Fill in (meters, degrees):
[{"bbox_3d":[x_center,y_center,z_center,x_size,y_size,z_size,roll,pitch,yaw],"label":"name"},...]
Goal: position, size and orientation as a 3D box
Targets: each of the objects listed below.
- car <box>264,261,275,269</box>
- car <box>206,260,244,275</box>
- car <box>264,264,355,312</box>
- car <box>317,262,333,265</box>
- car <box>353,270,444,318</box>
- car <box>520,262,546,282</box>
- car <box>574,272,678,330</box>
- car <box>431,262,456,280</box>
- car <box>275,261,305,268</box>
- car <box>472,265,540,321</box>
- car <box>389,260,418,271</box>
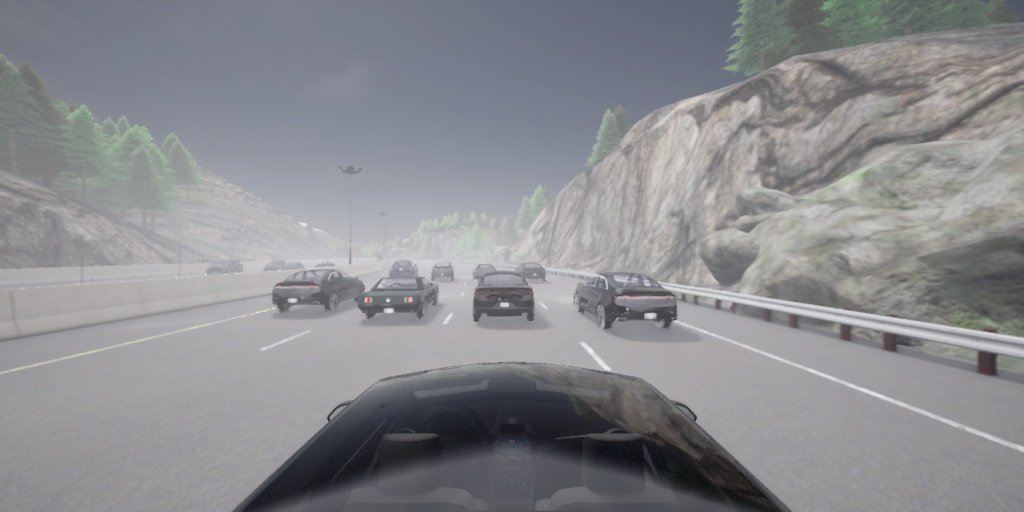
[{"bbox_3d":[-31.411,1.366,47.961,1.837,1.490,4.892,0,0,-16],"label":"car"},{"bbox_3d":[-33.373,1.213,41.822,2.097,1.767,4.553,0,0,-14],"label":"car"},{"bbox_3d":[-7.486,1.269,14.373,2.128,1.511,4.902,0,0,-4],"label":"car"},{"bbox_3d":[-23.435,1.405,45.298,1.994,1.385,4.181,0,0,-15],"label":"car"},{"bbox_3d":[-3.862,1.369,13.089,1.895,1.301,4.718,0,0,-4],"label":"car"},{"bbox_3d":[1.400,1.249,29.425,1.882,1.535,5.008,0,0,-8],"label":"car"},{"bbox_3d":[3.236,1.242,11.101,2.128,1.511,4.902,0,0,-3],"label":"car"},{"bbox_3d":[-5.933,1.280,31.035,2.128,1.511,4.902,0,0,-9],"label":"car"},{"bbox_3d":[-26.605,1.372,43.605,1.812,1.442,4.674,0,0,-14],"label":"car"},{"bbox_3d":[-0.351,1.238,12.660,1.882,1.535,5.008,0,0,-3],"label":"car"},{"bbox_3d":[-9.721,1.151,32.448,2.097,1.767,4.553,0,0,-9],"label":"car"}]
